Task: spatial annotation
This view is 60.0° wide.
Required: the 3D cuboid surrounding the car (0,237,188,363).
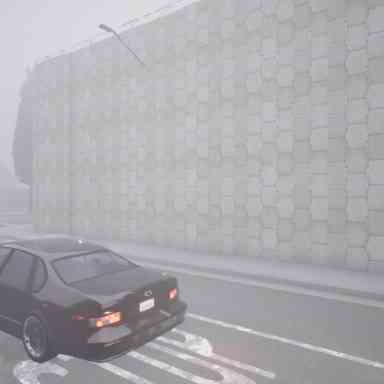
[{"bbox_3d":[-2.648,1.547,5.865,5.357,1.411,2.033,0,0,35],"label":"car"}]
